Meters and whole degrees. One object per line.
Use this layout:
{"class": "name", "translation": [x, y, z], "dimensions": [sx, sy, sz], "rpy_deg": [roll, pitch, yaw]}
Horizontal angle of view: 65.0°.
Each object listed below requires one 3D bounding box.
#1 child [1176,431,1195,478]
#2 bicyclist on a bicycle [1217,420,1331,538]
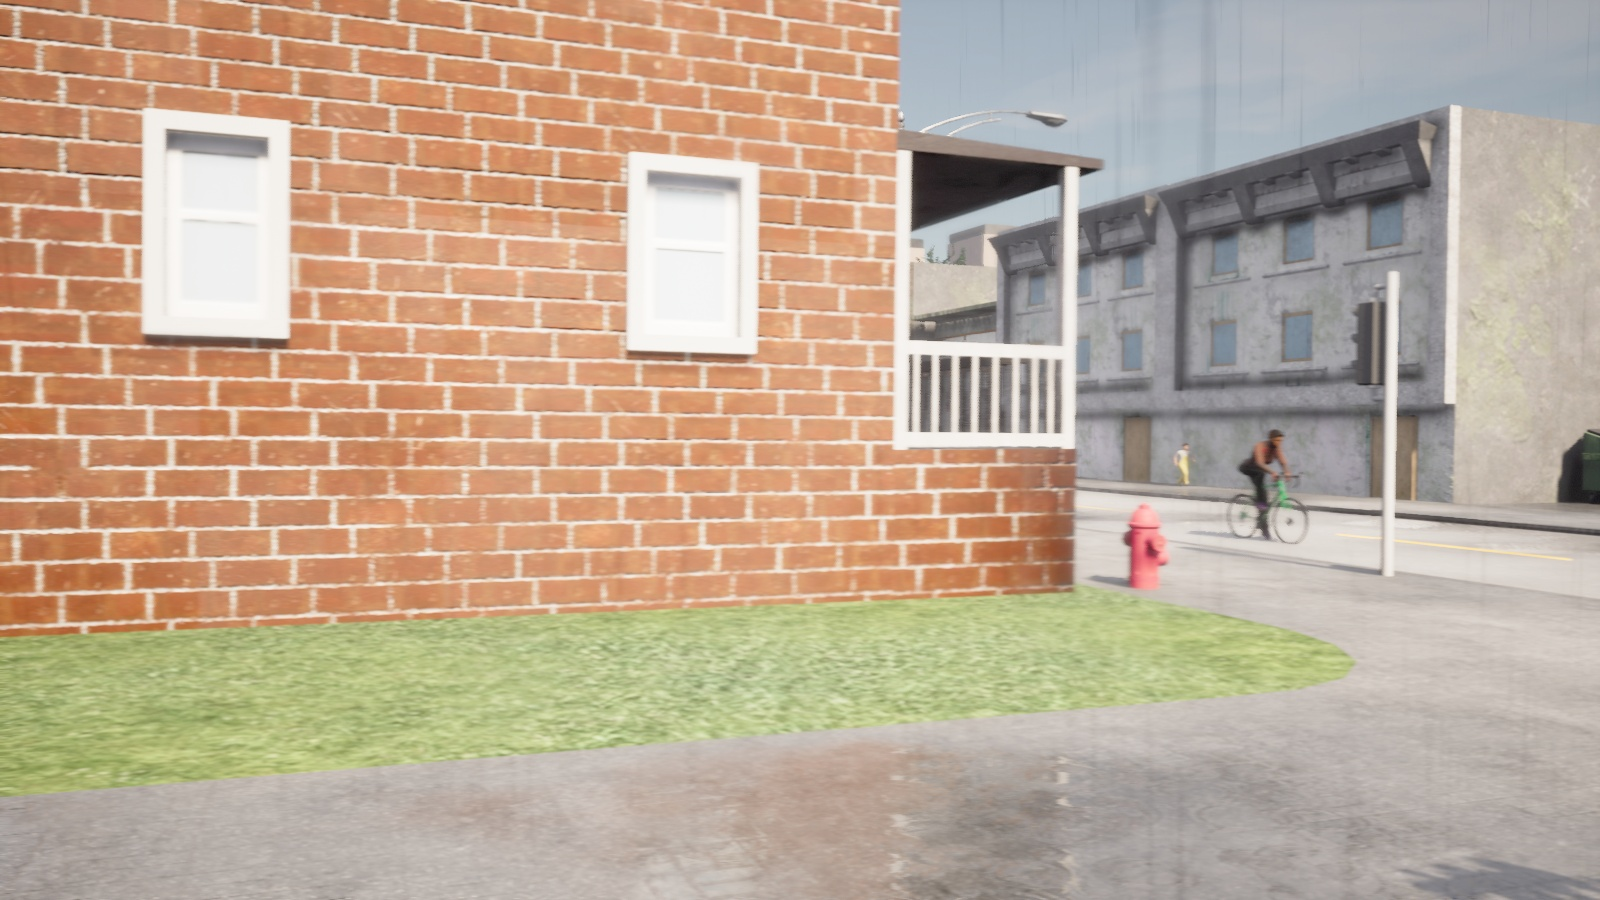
{"class": "child", "translation": [10.470, 0.117, 34.119], "dimensions": [0.270, 1.263, 0.437], "rpy_deg": [-1, 1, -20]}
{"class": "bicyclist on a bicycle", "translation": [6.797, 0.382, 18.094], "dimensions": [0.582, 1.620, 1.656], "rpy_deg": [-1, 1, -21]}
